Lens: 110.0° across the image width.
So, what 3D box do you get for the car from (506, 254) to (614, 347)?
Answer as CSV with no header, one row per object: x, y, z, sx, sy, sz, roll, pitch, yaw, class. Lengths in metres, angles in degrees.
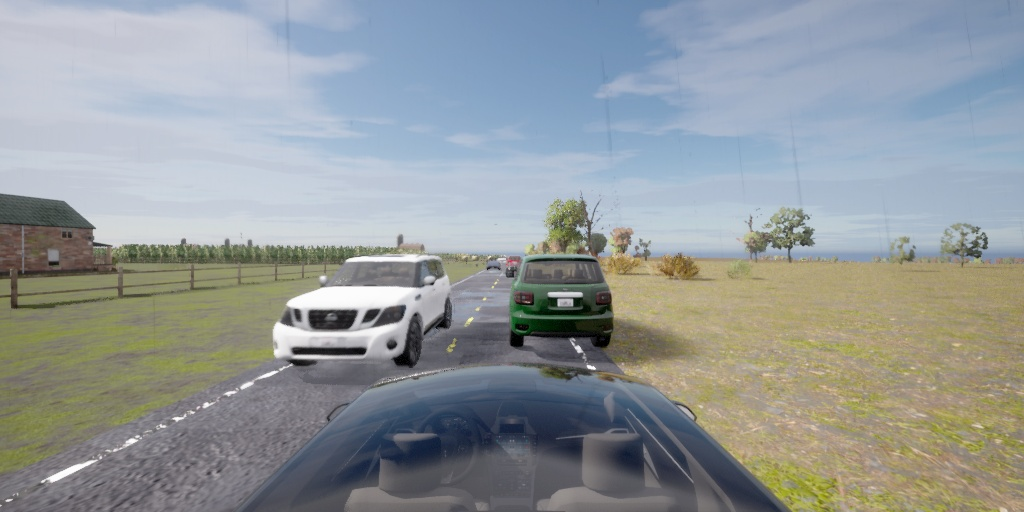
1.025,0.973,9.442,2.150,2.045,5.566,0,0,0,car

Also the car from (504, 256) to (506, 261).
0.373,0.963,48.796,2.150,2.045,5.566,0,0,1,car

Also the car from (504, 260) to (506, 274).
0.348,1.344,38.481,1.895,1.301,4.718,0,0,1,car

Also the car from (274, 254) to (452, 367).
-2.798,0.970,8.250,2.150,2.045,5.566,0,0,0,car

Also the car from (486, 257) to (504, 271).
-2.505,1.288,49.590,2.033,1.411,5.357,0,0,0,car
